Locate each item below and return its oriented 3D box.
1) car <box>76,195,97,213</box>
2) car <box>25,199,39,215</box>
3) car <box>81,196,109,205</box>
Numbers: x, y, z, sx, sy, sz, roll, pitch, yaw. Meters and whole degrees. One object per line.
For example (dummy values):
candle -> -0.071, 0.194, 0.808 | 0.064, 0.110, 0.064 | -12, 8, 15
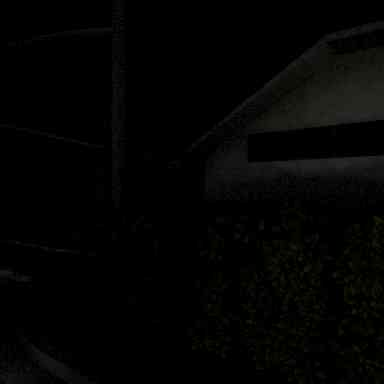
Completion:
car -> -10.444, 1.313, 35.134 | 3.866, 1.878, 1.905 | 0, 0, 35
car -> -17.248, 1.480, 32.997 | 4.611, 1.667, 2.242 | 0, 0, 35
car -> -16.940, 1.491, 57.805 | 4.902, 1.511, 2.128 | 0, 0, 36
